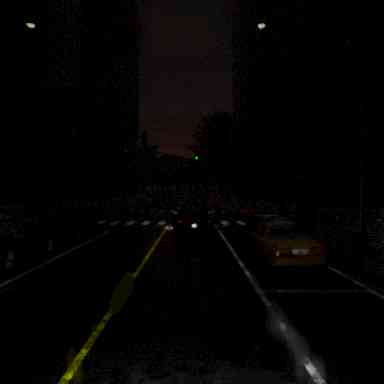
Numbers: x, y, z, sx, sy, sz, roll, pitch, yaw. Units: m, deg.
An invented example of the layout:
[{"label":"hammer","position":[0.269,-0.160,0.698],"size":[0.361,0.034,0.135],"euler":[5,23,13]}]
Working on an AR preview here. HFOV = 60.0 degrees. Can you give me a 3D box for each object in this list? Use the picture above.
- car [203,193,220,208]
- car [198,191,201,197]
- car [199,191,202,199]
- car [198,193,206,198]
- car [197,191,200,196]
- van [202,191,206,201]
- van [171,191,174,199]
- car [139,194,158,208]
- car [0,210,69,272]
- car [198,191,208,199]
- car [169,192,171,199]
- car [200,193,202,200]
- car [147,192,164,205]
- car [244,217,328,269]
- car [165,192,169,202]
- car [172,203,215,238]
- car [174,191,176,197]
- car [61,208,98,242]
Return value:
[{"label":"car","position":[2.736,1.247,42.930],"size":[1.752,1.417,4.829],"euler":[-1,0,0]},{"label":"car","position":[2.724,1.036,71.157],"size":[1.887,1.381,4.507],"euler":[-1,1,0]},{"label":"car","position":[2.726,1.065,65.648],"size":[1.752,1.417,4.829],"euler":[-1,0,0]},{"label":"car","position":[2.716,0.891,88.193],"size":[2.008,1.369,4.403],"euler":[-1,1,0]},{"label":"car","position":[2.721,0.992,76.835],"size":[2.008,1.369,4.403],"euler":[-1,1,0]},{"label":"van","position":[2.732,1.021,48.439],"size":[1.690,1.788,3.998],"euler":[-1,0,0]},{"label":"van","position":[-5.806,0.784,76.824],"size":[1.690,1.788,3.998],"euler":[-1,1,0]},{"label":"car","position":[-5.789,1.306,42.748],"size":[1.802,1.307,4.206],"euler":[-1,0,0]},{"label":"car","position":[-5.775,1.492,10.399],"size":[2.008,1.369,4.403],"euler":[-1,0,0]},{"label":"car","position":[2.717,0.706,82.512],"size":[2.192,1.841,5.009],"euler":[-1,1,0]},{"label":"car","position":[-5.799,1.092,65.467],"size":[2.008,1.369,4.403],"euler":[-1,0,0]},{"label":"car","position":[2.732,1.201,54.119],"size":[1.947,1.339,4.313],"euler":[-1,0,0]},{"label":"car","position":[-5.794,0.996,48.426],"size":[2.192,1.841,5.009],"euler":[-1,0,0]},{"label":"car","position":[2.750,1.463,10.747],"size":[1.752,1.417,4.829],"euler":[-1,0,0]},{"label":"car","position":[-5.799,0.905,59.785],"size":[2.192,1.841,5.009],"euler":[-1,0,0]},{"label":"car","position":[-0.004,1.464,16.973],"size":[1.994,1.385,4.181],"euler":[0,0,-3]},{"label":"car","position":[-5.807,0.832,82.504],"size":[1.967,1.590,4.097],"euler":[-1,1,0]},{"label":"car","position":[-5.778,1.473,15.778],"size":[1.947,1.339,4.313],"euler":[-1,0,0]}]
